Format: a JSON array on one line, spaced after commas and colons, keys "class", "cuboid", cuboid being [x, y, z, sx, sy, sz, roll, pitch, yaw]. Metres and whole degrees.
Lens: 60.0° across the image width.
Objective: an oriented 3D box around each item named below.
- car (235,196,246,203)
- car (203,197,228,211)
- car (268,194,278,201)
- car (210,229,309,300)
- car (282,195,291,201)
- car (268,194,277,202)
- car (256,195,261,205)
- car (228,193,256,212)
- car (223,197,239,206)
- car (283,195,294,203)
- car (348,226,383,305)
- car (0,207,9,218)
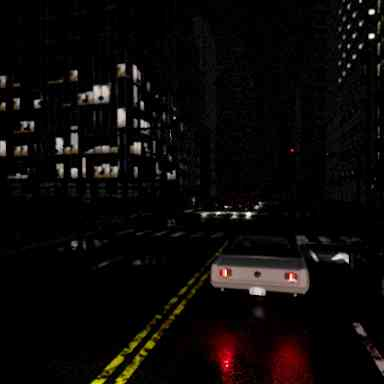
[{"class": "car", "cuboid": [10.206, 1.539, 69.652, 1.895, 1.301, 4.718, 0, 0, 14]}, {"class": "car", "cuboid": [2.728, 1.455, 40.206, 1.882, 1.535, 5.008, 0, 0, 17]}, {"class": "car", "cuboid": [19.568, 1.282, 80.468, 2.128, 1.511, 4.902, 0, 0, 14]}, {"class": "car", "cuboid": [1.811, 1.597, 8.468, 1.895, 1.301, 4.718, 0, 0, 15]}, {"class": "car", "cuboid": [22.730, 1.351, 79.718, 1.895, 1.301, 4.718, 0, 0, 14]}, {"class": "car", "cuboid": [17.181, 1.527, 70.788, 1.895, 1.301, 4.718, 0, 0, 14]}, {"class": "car", "cuboid": [10.154, 1.437, 56.218, 1.882, 1.535, 5.008, 0, 0, 14]}, {"class": "car", "cuboid": [5.965, 1.199, 39.278, 2.150, 2.045, 5.566, 0, 0, 14]}, {"class": "car", "cuboid": [6.496, 1.508, 54.987, 2.033, 1.411, 5.357, 0, 0, 14]}, {"class": "car", "cuboid": [20.230, 1.471, 69.574, 2.033, 1.411, 5.357, 0, 0, 14]}, {"class": "car", "cuboid": [4.931, 1.500, 7.533, 1.837, 1.490, 4.892, 0, 0, 14]}, {"class": "car", "cuboid": [-17.024, 1.434, 26.995, 4.313, 1.339, 1.947, 1, 1, 15]}]
